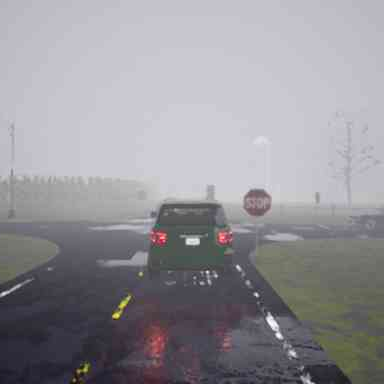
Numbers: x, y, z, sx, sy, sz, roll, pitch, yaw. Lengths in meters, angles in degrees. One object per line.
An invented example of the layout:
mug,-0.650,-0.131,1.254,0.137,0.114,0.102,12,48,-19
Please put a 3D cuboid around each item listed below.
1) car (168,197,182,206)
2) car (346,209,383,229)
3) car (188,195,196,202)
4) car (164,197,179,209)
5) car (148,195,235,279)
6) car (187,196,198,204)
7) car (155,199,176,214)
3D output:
car,-2.801,1.527,56.644,2.033,1.411,5.357,0,0,0
car,12.894,1.766,22.083,4.718,1.301,1.895,1,1,0
car,0.026,1.520,77.291,1.812,1.442,4.674,0,0,0
car,-2.824,1.502,46.146,1.812,1.442,4.674,0,0,1
car,-0.117,1.211,10.204,2.150,2.045,5.566,0,0,-3
car,0.126,1.533,66.841,2.033,1.411,5.357,0,0,0
car,-2.821,1.540,36.176,1.994,1.385,4.181,0,0,0
